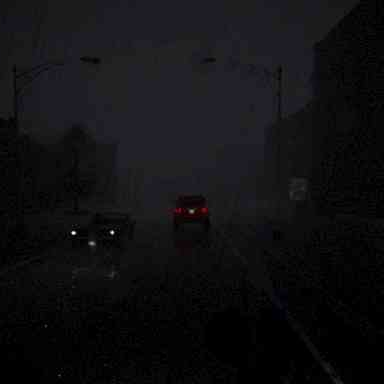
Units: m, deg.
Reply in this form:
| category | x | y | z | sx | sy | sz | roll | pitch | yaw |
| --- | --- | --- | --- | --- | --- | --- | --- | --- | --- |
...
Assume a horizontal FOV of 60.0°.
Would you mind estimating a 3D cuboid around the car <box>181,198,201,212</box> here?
| category | x | y | z | sx | sy | sz | roll | pitch | yaw |
| --- | --- | --- | --- | --- | --- | --- | --- | --- | --- |
| car | -0.148 | 1.458 | 38.810 | 2.128 | 1.511 | 4.902 | 0 | 0 | 0 |

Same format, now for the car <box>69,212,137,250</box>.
| category | x | y | z | sx | sy | sz | roll | pitch | yaw |
| --- | --- | --- | --- | --- | --- | --- | --- | --- | --- |
| car | -3.687 | 1.595 | 14.481 | 1.895 | 1.301 | 4.718 | 0 | 0 | 0 |

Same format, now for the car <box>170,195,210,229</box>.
| category | x | y | z | sx | sy | sz | roll | pitch | yaw |
| --- | --- | --- | --- | --- | --- | --- | --- | --- | --- |
| car | -0.035 | 1.207 | 21.674 | 2.150 | 2.045 | 5.566 | 0 | 0 | 0 |

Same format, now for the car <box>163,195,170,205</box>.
| category | x | y | z | sx | sy | sz | roll | pitch | yaw |
| --- | --- | --- | --- | --- | --- | --- | --- | --- | --- |
| car | -3.909 | 1.344 | 57.196 | 1.882 | 1.535 | 5.008 | 0 | 1 | 0 |
